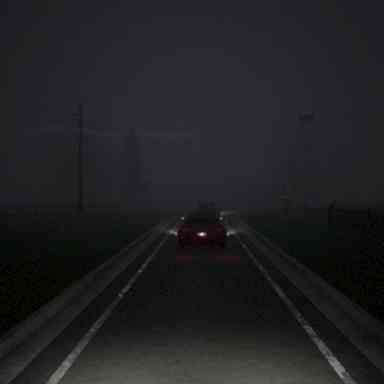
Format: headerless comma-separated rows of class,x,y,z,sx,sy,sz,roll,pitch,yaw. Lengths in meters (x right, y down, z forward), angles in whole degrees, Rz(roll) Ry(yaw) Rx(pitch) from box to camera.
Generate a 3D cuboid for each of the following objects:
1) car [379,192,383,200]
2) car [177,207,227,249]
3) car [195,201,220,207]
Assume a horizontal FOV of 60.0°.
car,46.675,1.131,78.578,5.566,2.045,2.150,0,0,-24
car,0.438,1.569,14.564,1.994,1.385,4.181,0,0,2
car,1.351,1.492,29.137,2.128,1.511,4.902,0,0,11
